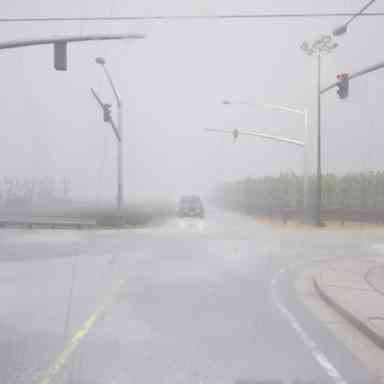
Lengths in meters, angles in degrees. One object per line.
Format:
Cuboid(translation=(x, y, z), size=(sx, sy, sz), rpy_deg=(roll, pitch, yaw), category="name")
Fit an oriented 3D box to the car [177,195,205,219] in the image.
Cuboid(translation=(-0.134, 1.351, 29.546), size=(2.150, 2.045, 5.566), rpy_deg=(0, 1, -3), category="car")
